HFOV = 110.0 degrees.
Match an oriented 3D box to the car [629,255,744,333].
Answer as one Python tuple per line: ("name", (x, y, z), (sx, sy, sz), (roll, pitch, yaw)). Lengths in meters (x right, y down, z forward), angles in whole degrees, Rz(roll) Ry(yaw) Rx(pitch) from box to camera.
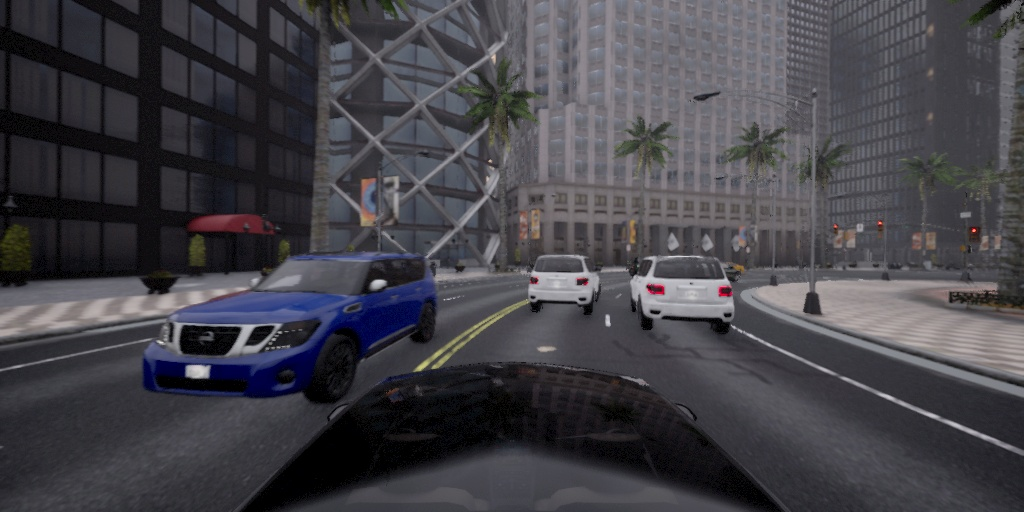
("car", (4.973, 0.999, 11.186), (2.150, 2.045, 5.566), (0, 0, 14))

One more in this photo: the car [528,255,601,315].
("car", (2.197, 0.970, 14.014), (2.150, 2.045, 5.566), (0, 0, 17))

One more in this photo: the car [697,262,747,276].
("car", (23.579, 1.415, 40.256), (5.008, 1.535, 1.882), (0, 0, -16))

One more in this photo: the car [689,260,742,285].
("car", (16.166, 1.200, 28.392), (4.553, 1.767, 2.097), (0, 0, -40))

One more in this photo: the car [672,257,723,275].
("car", (22.566, 1.206, 43.606), (5.566, 2.045, 2.150), (0, 0, -16))

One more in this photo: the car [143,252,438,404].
("car", (-3.138, 0.936, 6.728), (2.150, 2.045, 5.566), (0, 0, 7))
